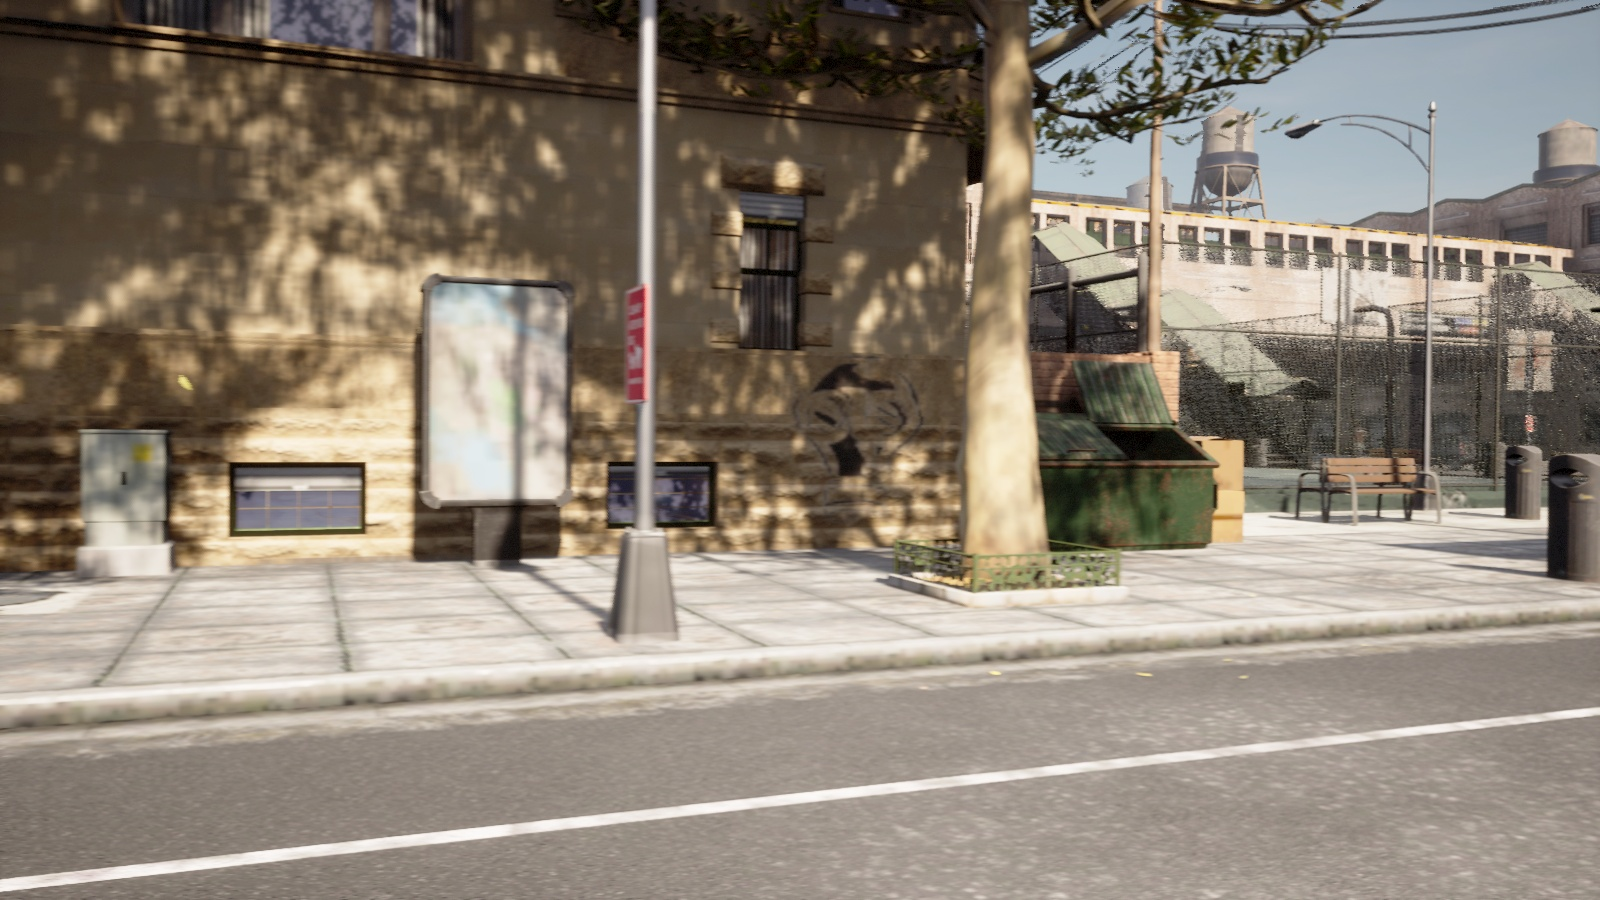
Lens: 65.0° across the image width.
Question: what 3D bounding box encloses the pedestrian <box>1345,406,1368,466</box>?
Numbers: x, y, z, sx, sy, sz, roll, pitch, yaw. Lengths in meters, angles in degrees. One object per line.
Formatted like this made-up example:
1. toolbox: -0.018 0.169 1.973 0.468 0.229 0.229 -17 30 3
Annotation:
1. pedestrian: 18.036 -0.460 40.682 0.402 1.930 0.666 -1 1 -6

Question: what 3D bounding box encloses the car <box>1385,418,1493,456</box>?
1. car: 28.143 -0.591 55.434 1.851 1.617 3.988 -1 1 -22
